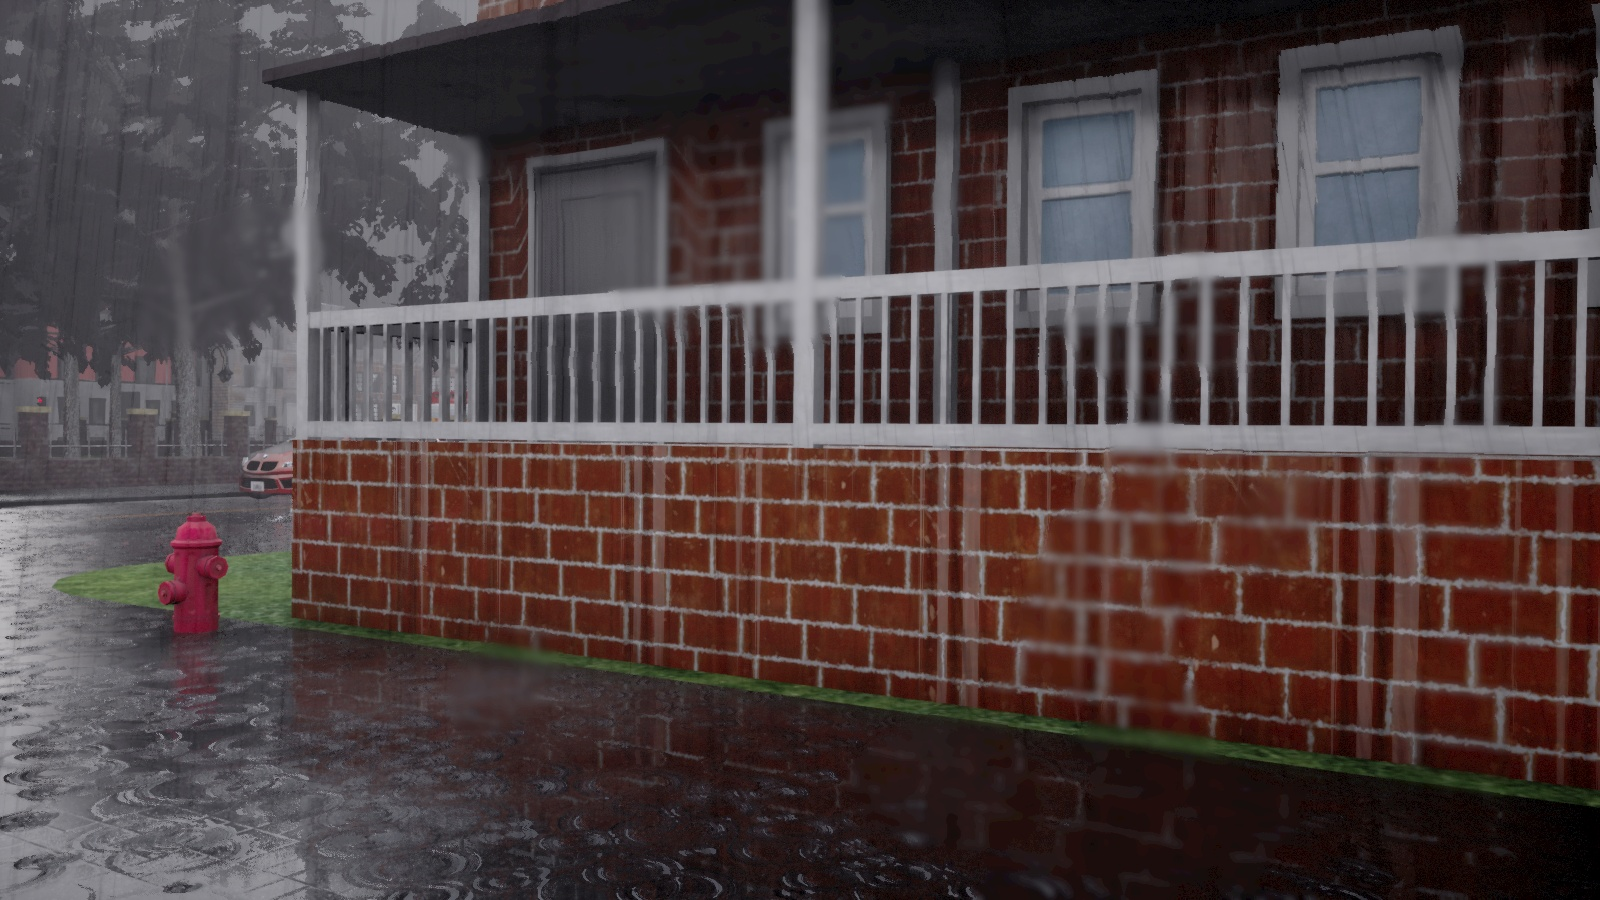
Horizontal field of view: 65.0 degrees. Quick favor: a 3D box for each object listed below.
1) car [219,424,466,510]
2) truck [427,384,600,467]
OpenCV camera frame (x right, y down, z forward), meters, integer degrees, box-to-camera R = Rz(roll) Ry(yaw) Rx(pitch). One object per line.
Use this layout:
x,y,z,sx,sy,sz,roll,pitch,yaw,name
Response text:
-9.651,0.296,26.903,2.242,1.667,4.611,0,1,29,car
-14.007,-1.140,61.061,8.468,3.827,2.891,0,1,30,truck
